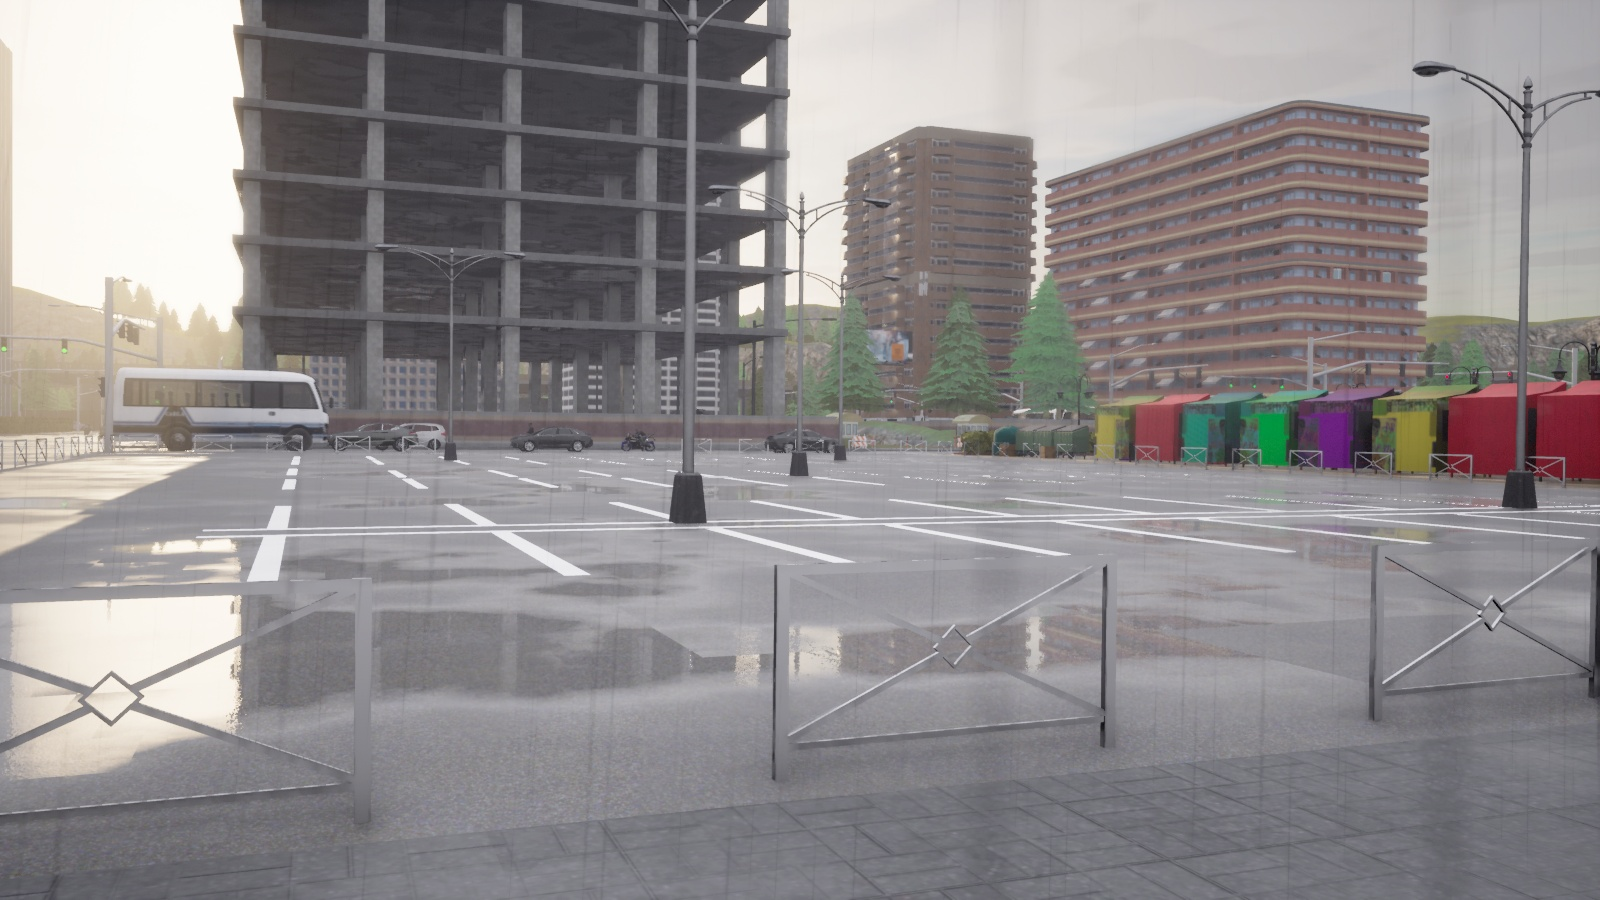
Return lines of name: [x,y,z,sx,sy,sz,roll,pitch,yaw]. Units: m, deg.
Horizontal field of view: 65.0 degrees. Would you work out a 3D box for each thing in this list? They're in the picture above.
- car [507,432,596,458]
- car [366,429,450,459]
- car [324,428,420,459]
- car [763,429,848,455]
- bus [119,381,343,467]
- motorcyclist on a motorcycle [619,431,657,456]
car: [-14.821,-0.311,74.886,4.892,1.490,1.837,-1,1,-22]
car: [-23.501,-0.382,75.183,4.611,1.667,2.242,-1,1,-22]
car: [-24.227,-0.374,71.120,5.027,1.651,2.152,-1,1,-22]
car: [0.319,-0.511,77.167,4.892,1.490,1.837,-1,1,-22]
bus: [-29.320,-1.380,65.306,10.273,4.253,3.944,-1,1,-22]
motorcyclist on a motorcycle: [-10.375,-0.419,80.431,2.191,1.530,0.866,-1,1,-22]
